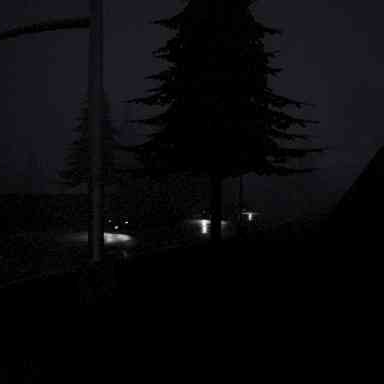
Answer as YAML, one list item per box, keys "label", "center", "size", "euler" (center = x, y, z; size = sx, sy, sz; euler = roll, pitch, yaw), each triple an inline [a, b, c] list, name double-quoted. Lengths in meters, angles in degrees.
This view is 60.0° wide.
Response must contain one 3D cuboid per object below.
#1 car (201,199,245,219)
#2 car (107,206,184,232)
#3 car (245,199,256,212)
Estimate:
- label: "car"
  center: [2.691, 1.547, 29.248]
  size: [2.033, 1.411, 5.357]
  euler: [0, 0, 26]
- label: "car"
  center: [-2.629, 1.547, 20.380]
  size: [2.033, 1.411, 5.357]
  euler: [0, 0, 35]
- label: "car"
  center: [6.459, 1.547, 38.985]
  size: [2.033, 1.411, 5.357]
  euler: [0, 0, 16]
